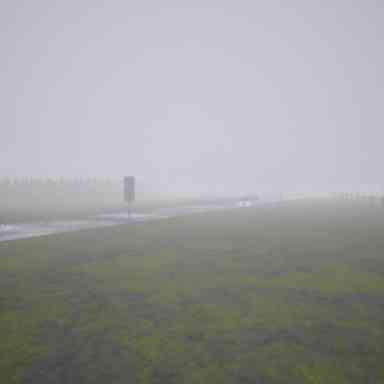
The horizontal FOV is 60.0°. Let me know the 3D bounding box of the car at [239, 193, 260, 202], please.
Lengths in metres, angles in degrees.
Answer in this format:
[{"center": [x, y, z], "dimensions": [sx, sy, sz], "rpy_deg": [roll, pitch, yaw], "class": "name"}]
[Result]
[{"center": [9.503, 0.871, 54.458], "dimensions": [2.033, 1.411, 5.357], "rpy_deg": [0, 1, 30], "class": "car"}]
